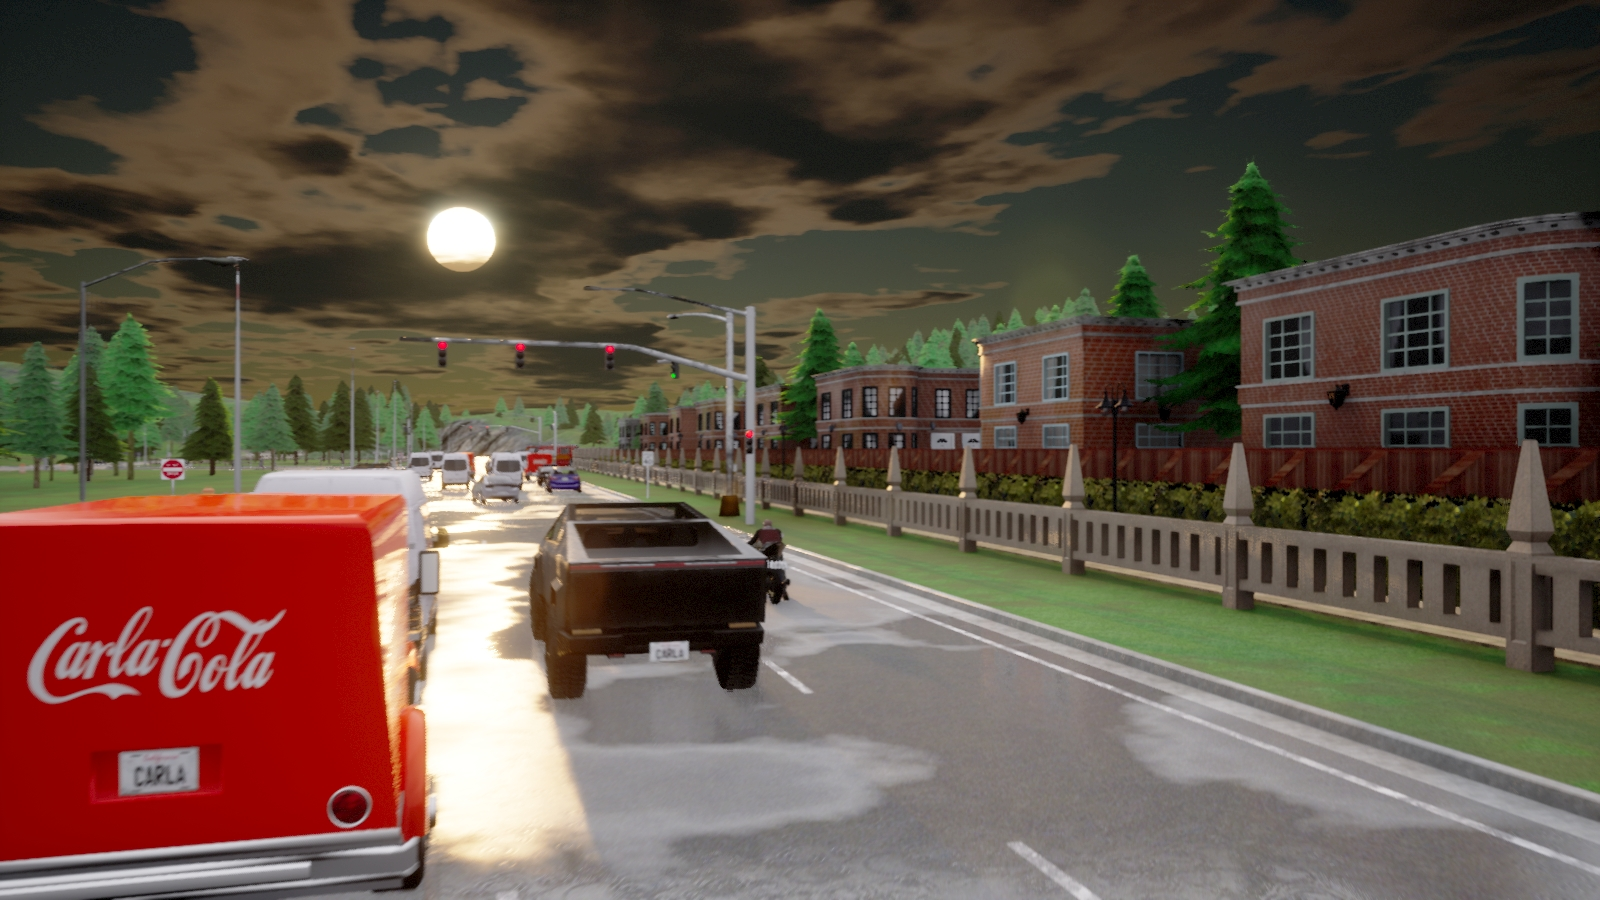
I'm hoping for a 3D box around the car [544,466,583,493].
[{"bbox_3d":[-15.842,1.961,76.325,2.242,1.667,4.611,0,0,-16],"label":"car"}]

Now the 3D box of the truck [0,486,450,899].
[{"bbox_3d":[-3.953,1.558,8.242,2.627,2.467,5.204,0,-1,-16],"label":"truck"}]

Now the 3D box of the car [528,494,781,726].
[{"bbox_3d":[-2.203,1.752,14.933,2.390,2.098,6.274,0,0,-16],"label":"car"}]

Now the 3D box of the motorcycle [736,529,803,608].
[{"bbox_3d":[-0.607,2.204,21.576,0.867,1.251,2.209,0,0,-12],"label":"motorcycle"}]

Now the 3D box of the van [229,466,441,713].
[{"bbox_3d":[-5.958,1.532,15.340,1.988,2.561,5.915,0,0,-16],"label":"van"}]

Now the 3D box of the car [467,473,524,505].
[{"bbox_3d":[-16.171,2.028,60.504,2.097,1.535,5.006,0,0,-24],"label":"car"}]
